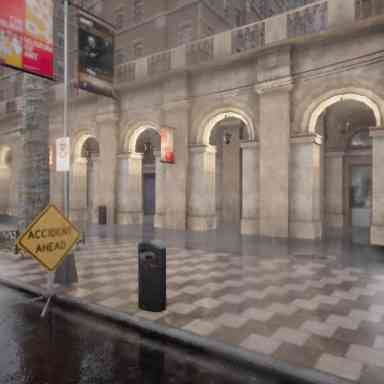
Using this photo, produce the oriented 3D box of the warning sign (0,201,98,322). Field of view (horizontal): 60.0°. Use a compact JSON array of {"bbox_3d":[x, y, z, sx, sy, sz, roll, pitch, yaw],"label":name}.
[{"bbox_3d":[-2.586,1.114,6.083,1.060,1.860,1.300,0,0,36],"label":"warning sign"}]
